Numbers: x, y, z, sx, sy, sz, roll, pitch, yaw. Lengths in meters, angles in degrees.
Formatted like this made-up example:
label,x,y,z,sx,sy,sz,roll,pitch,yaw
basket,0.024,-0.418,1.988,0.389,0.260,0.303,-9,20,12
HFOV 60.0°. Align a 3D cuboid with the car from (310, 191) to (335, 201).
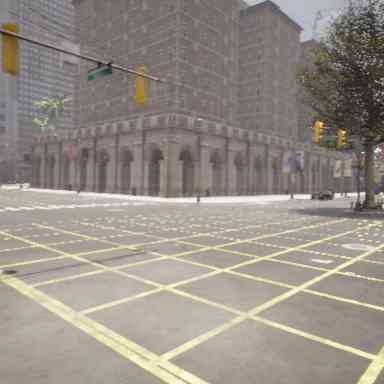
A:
label,x,y,z,sx,sy,sz,roll,pitch,yaw
car,18.745,0.495,47.723,1.895,1.301,4.718,3,2,42
